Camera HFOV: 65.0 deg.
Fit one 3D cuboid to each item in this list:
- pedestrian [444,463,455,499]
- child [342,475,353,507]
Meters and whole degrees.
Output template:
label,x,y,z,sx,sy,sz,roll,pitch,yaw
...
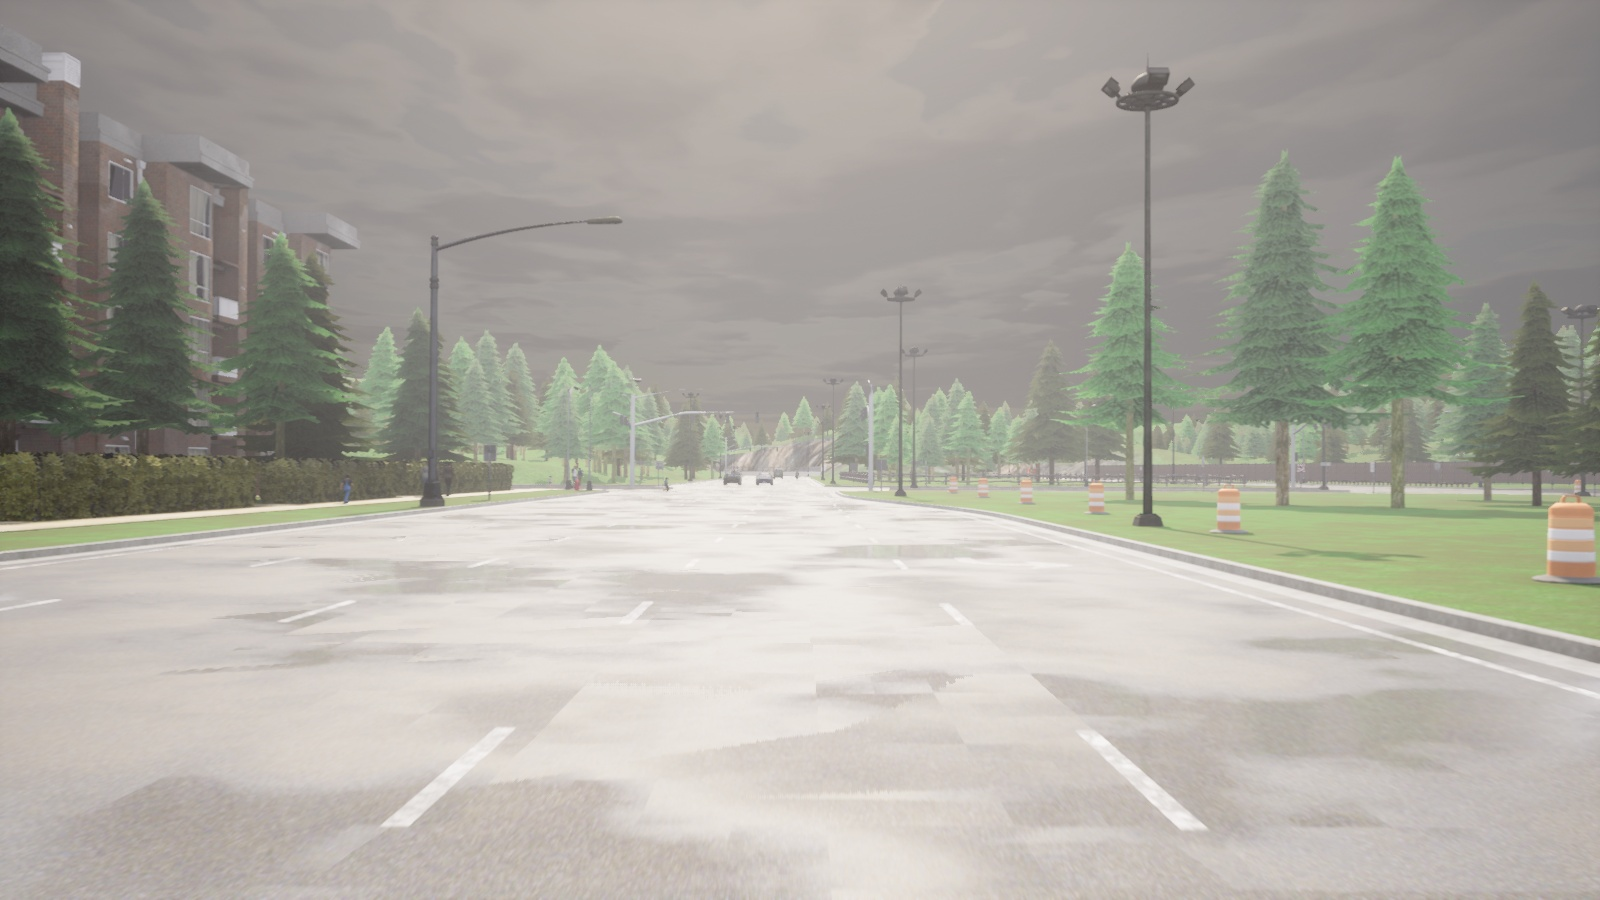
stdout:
label,x,y,z,sx,sy,sz,roll,pitch,yaw
pedestrian,-18.152,1.604,64.964,0.328,1.805,0.869,0,-1,0
child,-18.130,1.639,50.348,0.270,1.263,0.437,0,-1,0
